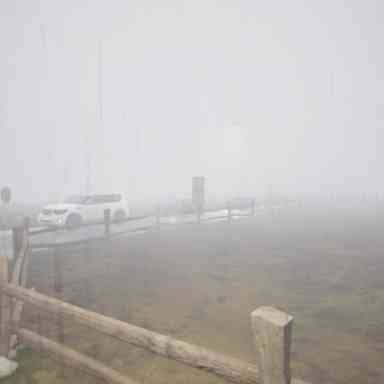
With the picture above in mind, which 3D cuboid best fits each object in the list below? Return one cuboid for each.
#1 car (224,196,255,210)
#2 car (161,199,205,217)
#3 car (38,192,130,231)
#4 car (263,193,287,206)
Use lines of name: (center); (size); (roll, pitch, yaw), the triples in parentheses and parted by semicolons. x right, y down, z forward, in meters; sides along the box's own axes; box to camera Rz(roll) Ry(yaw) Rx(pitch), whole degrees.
car: (5.196, 1.147, 35.906); (1.994, 1.385, 4.181); (1, 1, 36)
car: (-0.676, 1.265, 27.761); (1.994, 1.385, 4.181); (1, 1, 36)
car: (-6.235, 1.035, 19.990); (2.150, 2.045, 5.566); (1, 1, 35)
car: (11.100, 0.941, 44.040); (1.882, 1.535, 5.008); (1, 1, 36)
